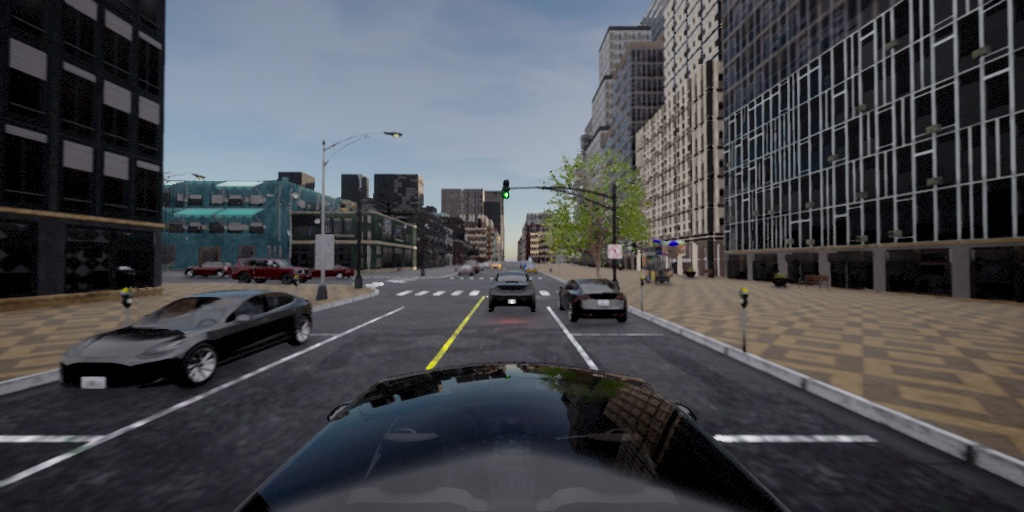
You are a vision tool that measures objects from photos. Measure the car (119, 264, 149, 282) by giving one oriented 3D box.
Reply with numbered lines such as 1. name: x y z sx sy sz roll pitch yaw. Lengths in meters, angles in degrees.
1. car: -28.255 1.227 25.520 4.207 1.307 1.802 0 0 -1

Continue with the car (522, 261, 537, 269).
1. car: 2.681 1.781 50.788 1.751 1.417 4.829 0 0 0

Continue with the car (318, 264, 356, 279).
1. car: -17.283 1.455 34.055 4.507 1.381 1.888 0 0 -1

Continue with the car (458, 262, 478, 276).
1. car: -5.698 1.781 45.063 1.802 1.307 4.207 0 0 0

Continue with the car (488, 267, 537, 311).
1. car: 0.025 1.398 15.348 1.837 1.490 4.892 0 0 1

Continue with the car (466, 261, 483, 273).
1. car: -5.700 1.571 50.614 2.192 1.841 5.009 0 0 0

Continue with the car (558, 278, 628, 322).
1. car: 2.688 1.428 12.591 1.948 1.339 4.313 0 0 0

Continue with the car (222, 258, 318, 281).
1. car: -17.164 1.098 25.676 5.009 1.841 2.192 0 0 -1

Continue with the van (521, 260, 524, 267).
1. van: 2.680 1.654 56.169 1.690 1.789 3.998 0 0 0

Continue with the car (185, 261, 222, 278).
1. car: -28.376 1.212 33.898 4.097 1.591 1.967 0 0 -1

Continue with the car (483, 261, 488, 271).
1. car: -5.702 1.922 61.716 2.007 1.370 4.403 0 0 0

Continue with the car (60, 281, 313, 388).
1. car: -5.691 1.371 7.050 1.948 1.339 4.313 0 0 0
